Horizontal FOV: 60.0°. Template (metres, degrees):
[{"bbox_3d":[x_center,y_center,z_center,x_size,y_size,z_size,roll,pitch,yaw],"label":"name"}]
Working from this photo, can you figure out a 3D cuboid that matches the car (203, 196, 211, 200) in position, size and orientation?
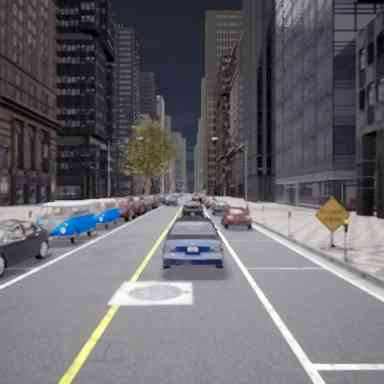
[{"bbox_3d":[2.768,1.593,43.954,1.802,1.307,4.206,0,0,0],"label":"car"}]

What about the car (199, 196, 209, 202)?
[{"bbox_3d":[2.773,1.584,78.019,2.008,1.369,4.403,0,0,0],"label":"car"}]

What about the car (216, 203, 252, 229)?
[{"bbox_3d":[2.765,1.586,21.244,1.802,1.307,4.206,0,0,0],"label":"car"}]

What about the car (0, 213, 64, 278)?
[{"bbox_3d":[-5.762,1.553,9.883,2.008,1.369,4.403,0,0,0],"label":"car"}]

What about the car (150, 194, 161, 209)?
[{"bbox_3d":[-5.757,1.326,43.948,2.192,1.841,5.009,0,0,0],"label":"car"}]

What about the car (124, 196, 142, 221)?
[{"bbox_3d":[-5.760,1.321,26.916,2.192,1.841,5.009,0,0,0],"label":"car"}]

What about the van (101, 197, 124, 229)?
[{"bbox_3d":[-5.760,1.345,21.238,1.690,1.788,3.998,0,0,0],"label":"van"}]

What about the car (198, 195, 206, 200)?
[{"bbox_3d":[2.776,1.599,95.053,2.008,1.369,4.403,0,0,0],"label":"car"}]

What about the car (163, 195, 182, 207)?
[{"bbox_3d":[-3.076,1.562,51.634,2.033,1.411,5.357,0,0,0],"label":"car"}]

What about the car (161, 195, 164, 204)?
[{"bbox_3d":[-5.756,1.564,49.625,2.008,1.369,4.403,0,0,0],"label":"car"}]

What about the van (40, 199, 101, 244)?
[{"bbox_3d":[-5.761,1.344,15.561,1.690,1.788,3.998,0,0,0],"label":"van"}]

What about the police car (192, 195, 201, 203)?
[{"bbox_3d":[0.911,1.454,72.152,1.930,1.638,5.238,0,0,0],"label":"police car"}]

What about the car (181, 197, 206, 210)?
[{"bbox_3d":[0.074,1.513,30.032,1.837,1.490,4.892,0,0,0],"label":"car"}]

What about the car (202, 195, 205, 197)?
[{"bbox_3d":[2.769,1.539,49.802,1.752,1.417,4.829,0,0,0],"label":"car"}]

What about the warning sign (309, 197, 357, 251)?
[{"bbox_3d":[5.070,1.117,12.040,1.300,1.860,1.060,0,0,0],"label":"warning sign"}]

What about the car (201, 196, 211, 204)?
[{"bbox_3d":[2.771,1.590,66.665,1.947,1.339,4.313,0,0,0],"label":"car"}]

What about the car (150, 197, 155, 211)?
[{"bbox_3d":[-5.758,1.575,38.271,1.947,1.339,4.313,0,0,0],"label":"car"}]

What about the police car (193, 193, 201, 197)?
[{"bbox_3d":[0.909,1.446,62.152,1.930,1.638,5.238,0,0,0],"label":"police car"}]

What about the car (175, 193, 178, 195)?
[{"bbox_3d":[-5.751,1.358,89.367,2.192,1.841,5.009,0,0,0],"label":"car"}]

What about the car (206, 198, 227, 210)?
[{"bbox_3d":[2.766,1.558,32.599,2.008,1.369,4.403,0,0,0],"label":"car"}]

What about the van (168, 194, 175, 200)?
[{"bbox_3d":[-5.750,1.390,95.045,1.690,1.788,3.998,0,0,0],"label":"van"}]

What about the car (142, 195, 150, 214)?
[{"bbox_3d":[-5.759,1.322,32.593,2.192,1.841,5.009,0,0,0],"label":"car"}]

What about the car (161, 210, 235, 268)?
[{"bbox_3d":[0.046,1.549,11.217,2.033,1.411,5.357,0,0,1],"label":"car"}]

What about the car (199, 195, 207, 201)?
[{"bbox_3d":[2.774,1.478,83.697,1.967,1.590,4.097,0,0,0],"label":"car"}]

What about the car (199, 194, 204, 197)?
[{"bbox_3d":[2.770,1.460,60.987,1.967,1.590,4.097,0,0,0],"label":"car"}]
